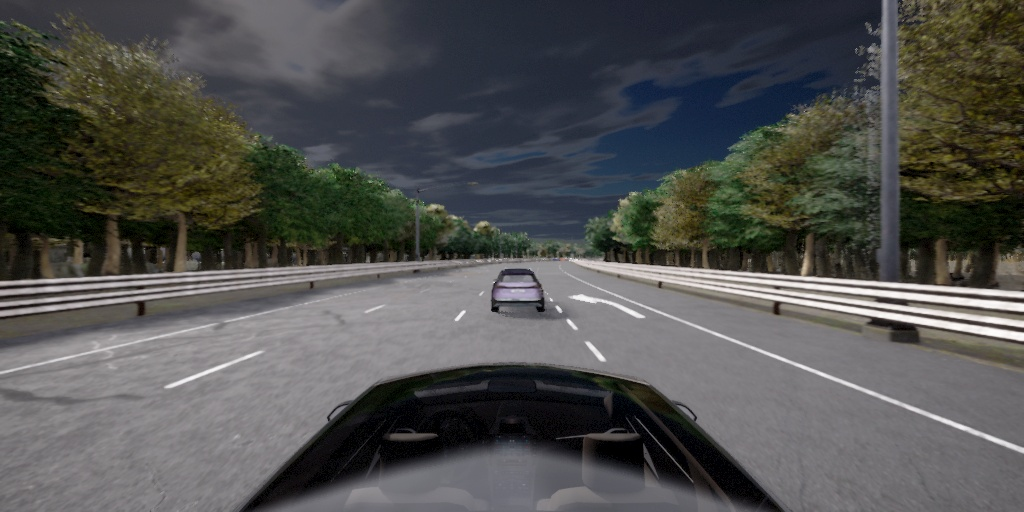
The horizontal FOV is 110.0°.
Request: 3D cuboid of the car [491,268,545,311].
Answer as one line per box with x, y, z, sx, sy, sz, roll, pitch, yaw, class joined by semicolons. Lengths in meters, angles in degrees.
0.212;1.275;14.460;2.033;1.649;4.856;0;-1;0;car
